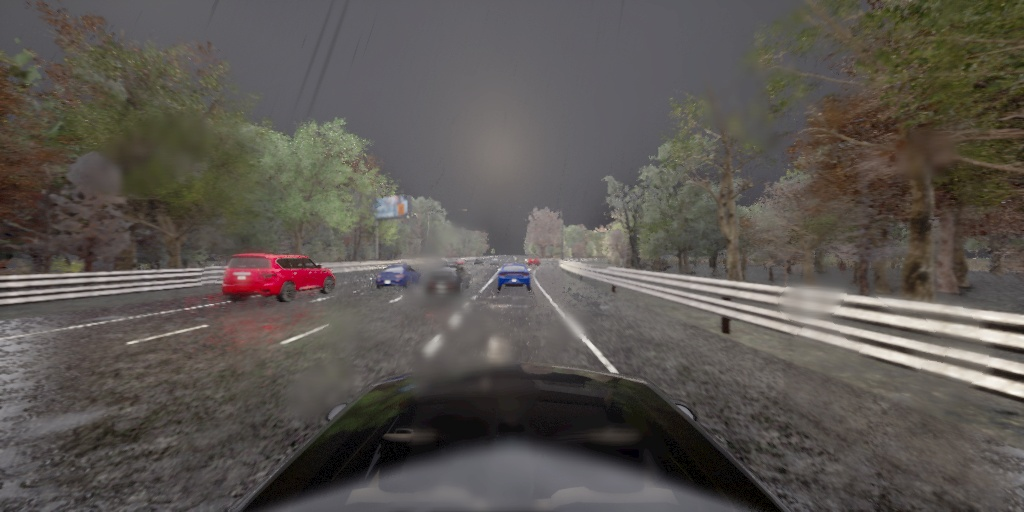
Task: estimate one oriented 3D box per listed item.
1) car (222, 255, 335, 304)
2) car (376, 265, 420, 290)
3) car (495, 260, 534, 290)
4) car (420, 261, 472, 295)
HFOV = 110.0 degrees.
[{"bbox_3d":[-10.389,0.961,16.515,2.150,2.045,5.566,0,0,0],"label":"car"},{"bbox_3d":[-6.884,1.260,22.153,1.812,1.442,4.674,0,0,0],"label":"car"},{"bbox_3d":[0.157,1.211,22.357,1.882,1.535,5.008,0,0,1],"label":"car"},{"bbox_3d":[-3.387,1.242,19.666,1.837,1.490,4.892,0,0,0],"label":"car"}]
